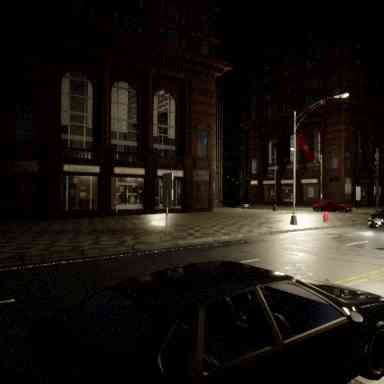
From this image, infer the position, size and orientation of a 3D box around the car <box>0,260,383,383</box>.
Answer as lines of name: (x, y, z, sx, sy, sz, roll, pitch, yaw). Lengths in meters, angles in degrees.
car: (0.394, 1.548, 3.723, 5.357, 1.411, 2.033, 0, 0, -36)

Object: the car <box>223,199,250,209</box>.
car: (6.446, 1.765, 48.947, 1.812, 1.442, 4.674, 1, -1, -35)

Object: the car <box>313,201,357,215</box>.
car: (15.462, 1.695, 36.260, 1.812, 1.442, 4.674, 1, -1, -36)

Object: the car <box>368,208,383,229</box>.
car: (12.807, 1.553, 20.561, 4.892, 1.490, 1.837, 0, 1, -35)
